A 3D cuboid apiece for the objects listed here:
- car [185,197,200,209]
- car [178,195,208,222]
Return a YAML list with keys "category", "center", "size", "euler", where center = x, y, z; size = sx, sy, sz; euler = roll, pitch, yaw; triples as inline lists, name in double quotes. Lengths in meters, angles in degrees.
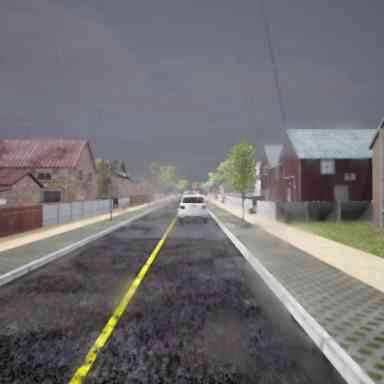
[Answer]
- category: "car"
  center: [0.065, 1.485, 45.619]
  size: [1.882, 1.535, 5.008]
  euler: [0, 0, 0]
- category: "car"
  center: [0.099, 1.232, 26.105]
  size: [2.150, 2.045, 5.566]
  euler: [0, 0, 0]
